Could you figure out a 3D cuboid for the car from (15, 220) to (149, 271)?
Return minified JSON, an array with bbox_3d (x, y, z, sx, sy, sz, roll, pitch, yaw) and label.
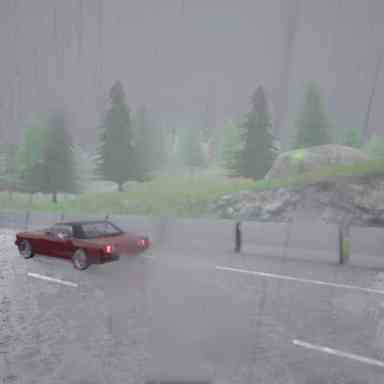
[{"bbox_3d":[-3.735,1.575,10.806,4.718,1.301,1.895,0,0,35],"label":"car"}]
